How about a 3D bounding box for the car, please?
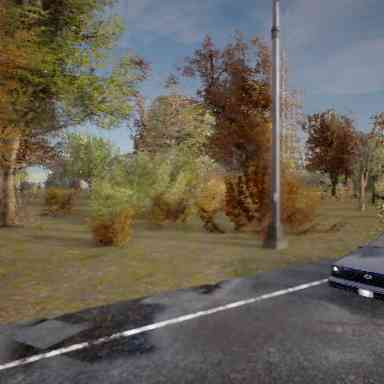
[{"bbox_3d":[5.494,1.546,7.912,5.357,1.411,2.033,0,0,-35],"label":"car"}]
